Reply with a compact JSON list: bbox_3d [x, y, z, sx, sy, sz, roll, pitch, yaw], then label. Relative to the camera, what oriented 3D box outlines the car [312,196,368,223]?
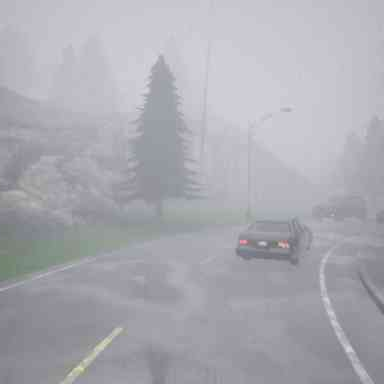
[{"bbox_3d":[12.295,1.343,27.531,5.566,2.045,2.150,1,0,-35],"label":"car"}]

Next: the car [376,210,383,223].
[{"bbox_3d":[16.012,1.720,25.472,4.181,1.385,1.994,1,0,-34],"label":"car"}]

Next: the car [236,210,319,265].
[{"bbox_3d":[3.172,1.579,12.061,2.033,1.411,5.357,0,0,26],"label":"car"}]
